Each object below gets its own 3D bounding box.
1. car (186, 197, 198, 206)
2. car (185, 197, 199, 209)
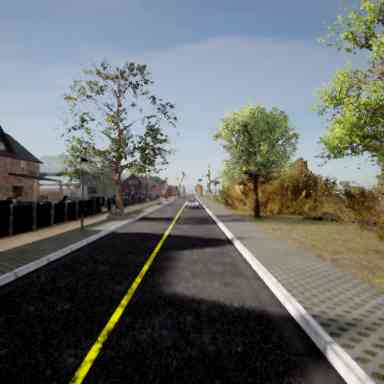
[{"bbox_3d":[-0.010,1.608,56.606,2.033,1.411,5.357,0,0,0],"label":"car"},{"bbox_3d":[-0.008,1.650,46.612,1.895,1.301,4.718,0,0,0],"label":"car"}]
